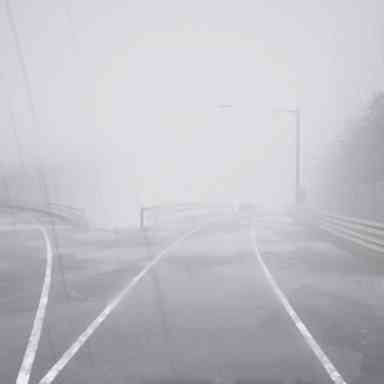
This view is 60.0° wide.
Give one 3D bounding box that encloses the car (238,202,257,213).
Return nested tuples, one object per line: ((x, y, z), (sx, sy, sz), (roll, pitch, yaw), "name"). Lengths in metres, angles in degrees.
((7.583, 2.061, 46.151), (1.882, 1.535, 5.008), (1, -2, 14), "car")

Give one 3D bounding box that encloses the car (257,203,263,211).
((12.736, 2.917, 65.016), (1.882, 1.535, 5.008), (1, -3, 18), "car")
